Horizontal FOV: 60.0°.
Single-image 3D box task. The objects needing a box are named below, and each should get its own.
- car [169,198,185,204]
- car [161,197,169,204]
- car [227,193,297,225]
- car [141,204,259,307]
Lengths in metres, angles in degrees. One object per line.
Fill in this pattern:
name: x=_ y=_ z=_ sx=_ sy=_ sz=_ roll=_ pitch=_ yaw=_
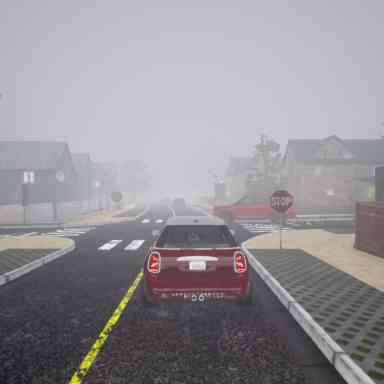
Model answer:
car: x=-2.227 y=1.665 z=53.480 sx=1.882 sy=1.535 sz=5.008 roll=0 pitch=0 yaw=-8
car: x=-5.832 y=1.881 z=73.788 sx=1.837 sy=1.490 sz=4.892 roll=0 pitch=-1 yaw=-13
car: x=4.133 y=1.125 z=22.291 sx=5.566 sy=2.045 sz=2.150 roll=-2 pitch=0 yaw=12
car: x=0.045 y=1.353 z=8.151 sx=2.097 sy=1.767 sz=4.553 roll=0 pitch=0 yaw=-1
